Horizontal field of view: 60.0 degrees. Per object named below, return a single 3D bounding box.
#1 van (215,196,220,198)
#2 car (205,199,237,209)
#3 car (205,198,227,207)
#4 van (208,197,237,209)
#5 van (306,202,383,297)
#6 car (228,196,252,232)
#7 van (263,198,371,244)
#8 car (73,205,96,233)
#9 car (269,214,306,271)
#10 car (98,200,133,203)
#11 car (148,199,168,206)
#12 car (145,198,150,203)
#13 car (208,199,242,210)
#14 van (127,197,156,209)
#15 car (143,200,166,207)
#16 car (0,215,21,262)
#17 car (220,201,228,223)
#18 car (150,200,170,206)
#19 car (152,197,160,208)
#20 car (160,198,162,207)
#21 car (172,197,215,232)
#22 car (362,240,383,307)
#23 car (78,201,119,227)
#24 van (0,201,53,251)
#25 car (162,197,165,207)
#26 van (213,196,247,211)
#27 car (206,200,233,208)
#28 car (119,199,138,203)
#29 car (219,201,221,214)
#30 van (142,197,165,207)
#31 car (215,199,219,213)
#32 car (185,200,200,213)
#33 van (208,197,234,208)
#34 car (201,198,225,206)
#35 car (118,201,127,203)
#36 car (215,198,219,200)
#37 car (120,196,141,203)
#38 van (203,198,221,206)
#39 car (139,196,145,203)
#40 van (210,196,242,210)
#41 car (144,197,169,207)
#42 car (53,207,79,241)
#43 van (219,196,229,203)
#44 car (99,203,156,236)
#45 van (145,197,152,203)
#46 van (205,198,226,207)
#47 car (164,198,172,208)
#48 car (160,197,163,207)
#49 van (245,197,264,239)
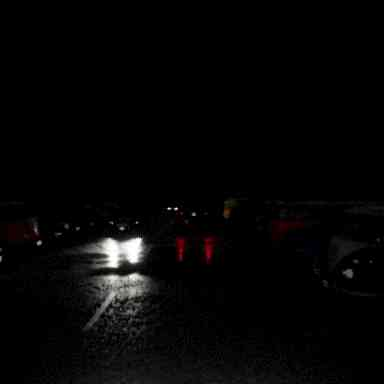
[{"bbox_3d":[5.161,1.590,42.961,4.442,1.987,1.878,0,0,0],"label":"van"},{"bbox_3d":[4.860,2.045,56.661,5.366,1.575,1.946,0,-1,0],"label":"car"},{"bbox_3d":[5.015,2.263,70.513,4.553,1.767,2.185,0,-1,0],"label":"car"},{"bbox_3d":[4.928,1.754,53.900,4.442,1.987,1.878,0,-1,0],"label":"van"},{"bbox_3d":[4.932,1.285,6.809,4.442,1.987,1.878,0,0,0],"label":"van"},{"bbox_3d":[5.013,1.351,17.905,5.566,2.045,2.435,0,0,0],"label":"car"},{"bbox_3d":[5.158,1.330,12.365,4.442,1.987,1.878,0,0,0],"label":"van"},{"bbox_3d":[-8.067,1.634,17.989,4.792,1.488,2.163,0,0,0],"label":"car"},{"bbox_3d":[5.046,1.532,9.593,5.008,1.535,2.097,0,0,0],"label":"car"},{"bbox_3d":[-8.044,1.700,29.093,4.892,1.521,2.231,0,0,0],"label":"car"},{"bbox_3d":[-8.002,2.476,79.034,4.553,1.767,2.185,0,-1,0],"label":"car"},{"bbox_3d":[-8.042,1.793,40.198,5.008,1.535,2.097,0,0,0],"label":"car"},{"bbox_3d":[5.050,1.912,51.125,5.008,1.535,2.097,0,-1,0],"label":"car"},{"bbox_3d":[-8.152,1.759,54.063,4.442,1.987,1.878,0,-1,0],"label":"van"},{"bbox_3d":[-8.031,2.434,70.708,4.674,1.452,2.002,0,-1,0],"label":"car"},{"bbox_3d":[-8.010,1.563,9.660,4.792,1.488,2.163,0,0,0],"label":"car"},{"bbox_3d":[5.037,1.673,26.214,5.008,1.535,2.097,0,0,0],"label":"car"},{"bbox_3d":[-8.027,2.762,84.577,4.892,1.521,2.231,0,-2,0],"label":"car"},{"bbox_3d":[-8.007,1.613,48.528,5.566,2.045,2.435,0,0,0],"label":"car"},{"bbox_3d":[-8.032,2.093,56.831,4.674,1.452,2.002,0,-1,0],"label":"car"},{"bbox_3d":[0.102,1.379,21.497,2.150,2.045,5.566,0,0,0],"label":"car"},{"bbox_3d":[5.069,1.523,4.055,4.792,1.488,2.163,0,0,0],"label":"car"},{"bbox_3d":[-8.223,1.649,23.541,5.366,1.575,1.946,0,-1,0],"label":"car"},{"bbox_3d":[-7.922,1.332,12.439,4.442,1.987,1.878,0,0,0],"label":"van"},{"bbox_3d":[-8.029,2.258,65.158,5.008,1.535,2.097,0,-1,0],"label":"car"},{"bbox_3d":[5.160,1.612,45.606,4.442,1.987,1.878,0,0,0],"label":"van"},{"bbox_3d":[5.039,2.185,62.201,4.892,1.521,2.231,0,-1,0],"label":"car"},{"bbox_3d":[-8.222,1.719,31.869,5.366,1.575,1.946,0,0,0],"label":"car"},{"bbox_3d":[5.045,1.738,29.108,4.674,1.452,2.002,0,0,0],"label":"car"},{"bbox_3d":[-7.917,2.100,67.940,4.442,1.987,1.878,0,-1,0],"label":"van"},{"bbox_3d":[5.041,1.784,34.523,4.674,1.452,2.002,0,0,0],"label":"car"},{"bbox_3d":[0.102,1.840,42.755,1.837,1.490,4.892,0,0,0],"label":"car"},{"bbox_3d":[5.162,1.890,59.438,4.442,1.987,1.878,0,-1,0],"label":"van"},{"bbox_3d":[5.075,2.417,81.590,5.566,2.045,2.435,0,-2,0],"label":"car"},{"bbox_3d":[-8.031,1.676,26.317,4.892,1.521,2.231,0,0,0],"label":"car"},{"bbox_3d":[5.038,1.767,37.294,5.008,1.535,2.097,0,0,0],"label":"car"},{"bbox_3d":[-8.068,1.620,34.647,4.553,1.767,2.185,0,0,0],"label":"car"},{"bbox_3d":[5.165,2.531,84.480,4.442,1.987,1.878,0,-2,0],"label":"van"},{"bbox_3d":[-8.068,1.644,37.422,4.553,1.767,2.185,0,0,0],"label":"car"},{"bbox_3d":[4.928,1.637,48.509,4.442,1.987,1.878,0,-1,0],"label":"van"},{"bbox_3d":[-8.062,2.280,76.266,5.566,2.045,2.435,0,-1,0],"label":"car"},{"bbox_3d":[-8.068,1.610,15.213,4.792,1.488,2.163,0,0,0],"label":"car"},{"bbox_3d":[5.159,1.496,31.881,4.442,1.987,1.878,0,0,0],"label":"van"},{"bbox_3d":[-3.597,1.629,19.561,2.128,1.511,4.902,0,0,0],"label":"car"},{"bbox_3d":[-8.153,1.615,45.752,4.442,1.987,1.878,0,0,0],"label":"van"},{"bbox_3d":[5.163,2.231,73.285,4.442,1.987,1.878,0,-1,0],"label":"van"},{"bbox_3d":[-3.523,2.268,62.214,1.994,1.385,4.181,0,-1,1],"label":"car"},{"bbox_3d":[-8.065,2.151,59.608,4.792,1.488,2.163,0,-1,0],"label":"car"},{"bbox_3d":[4.925,1.353,15.135,4.442,1.987,1.878,0,0,0],"label":"van"}]
